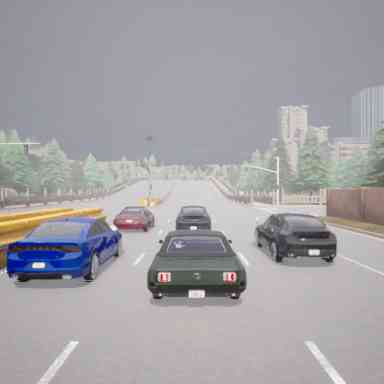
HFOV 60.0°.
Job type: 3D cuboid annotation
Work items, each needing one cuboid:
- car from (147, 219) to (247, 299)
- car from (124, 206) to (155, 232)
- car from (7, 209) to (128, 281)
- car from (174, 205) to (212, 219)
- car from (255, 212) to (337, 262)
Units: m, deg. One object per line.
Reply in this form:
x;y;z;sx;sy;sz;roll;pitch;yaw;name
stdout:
0.089;1.601;8.388;1.895;1.301;4.718;0;0;0;car
-3.430;1.564;20.223;1.994;1.385;4.181;0;0;0;car
-3.416;1.478;9.887;1.882;1.535;5.008;0;0;0;car
0.072;1.505;18.625;1.837;1.490;4.892;0;0;0;car
3.581;1.506;12.159;1.837;1.490;4.892;0;0;0;car
